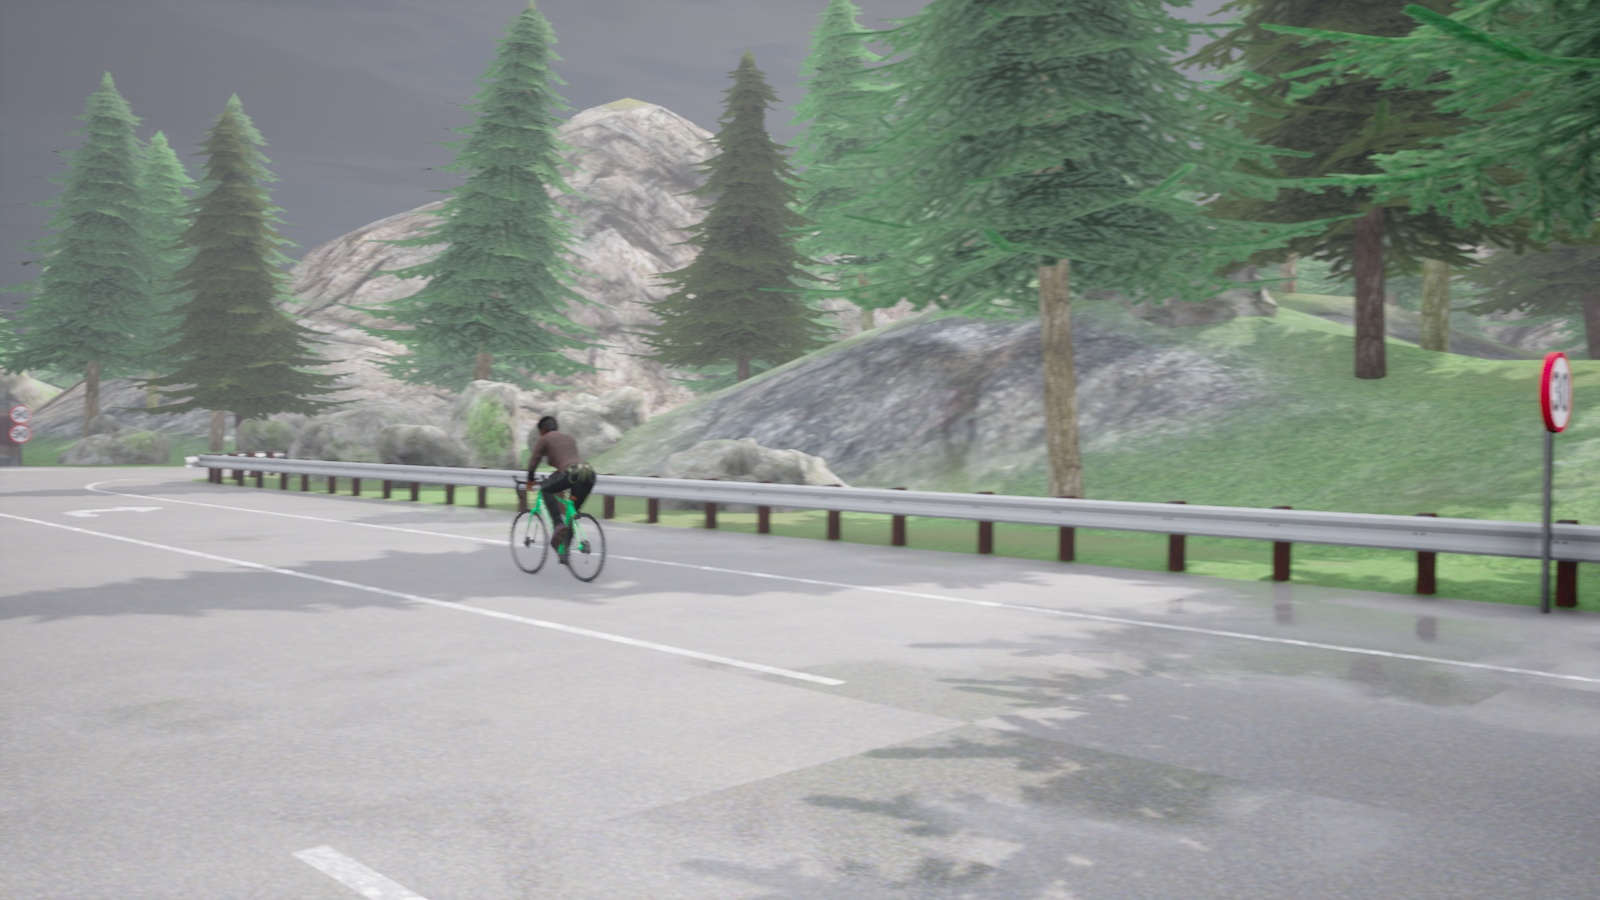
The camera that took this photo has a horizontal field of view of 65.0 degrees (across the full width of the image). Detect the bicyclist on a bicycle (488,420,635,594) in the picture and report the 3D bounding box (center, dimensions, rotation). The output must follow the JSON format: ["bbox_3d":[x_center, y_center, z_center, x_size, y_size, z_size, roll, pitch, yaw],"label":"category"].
[{"bbox_3d":[-2.396,0.531,12.519,1.656,1.620,0.582,0,1,45],"label":"bicyclist on a bicycle"}]
